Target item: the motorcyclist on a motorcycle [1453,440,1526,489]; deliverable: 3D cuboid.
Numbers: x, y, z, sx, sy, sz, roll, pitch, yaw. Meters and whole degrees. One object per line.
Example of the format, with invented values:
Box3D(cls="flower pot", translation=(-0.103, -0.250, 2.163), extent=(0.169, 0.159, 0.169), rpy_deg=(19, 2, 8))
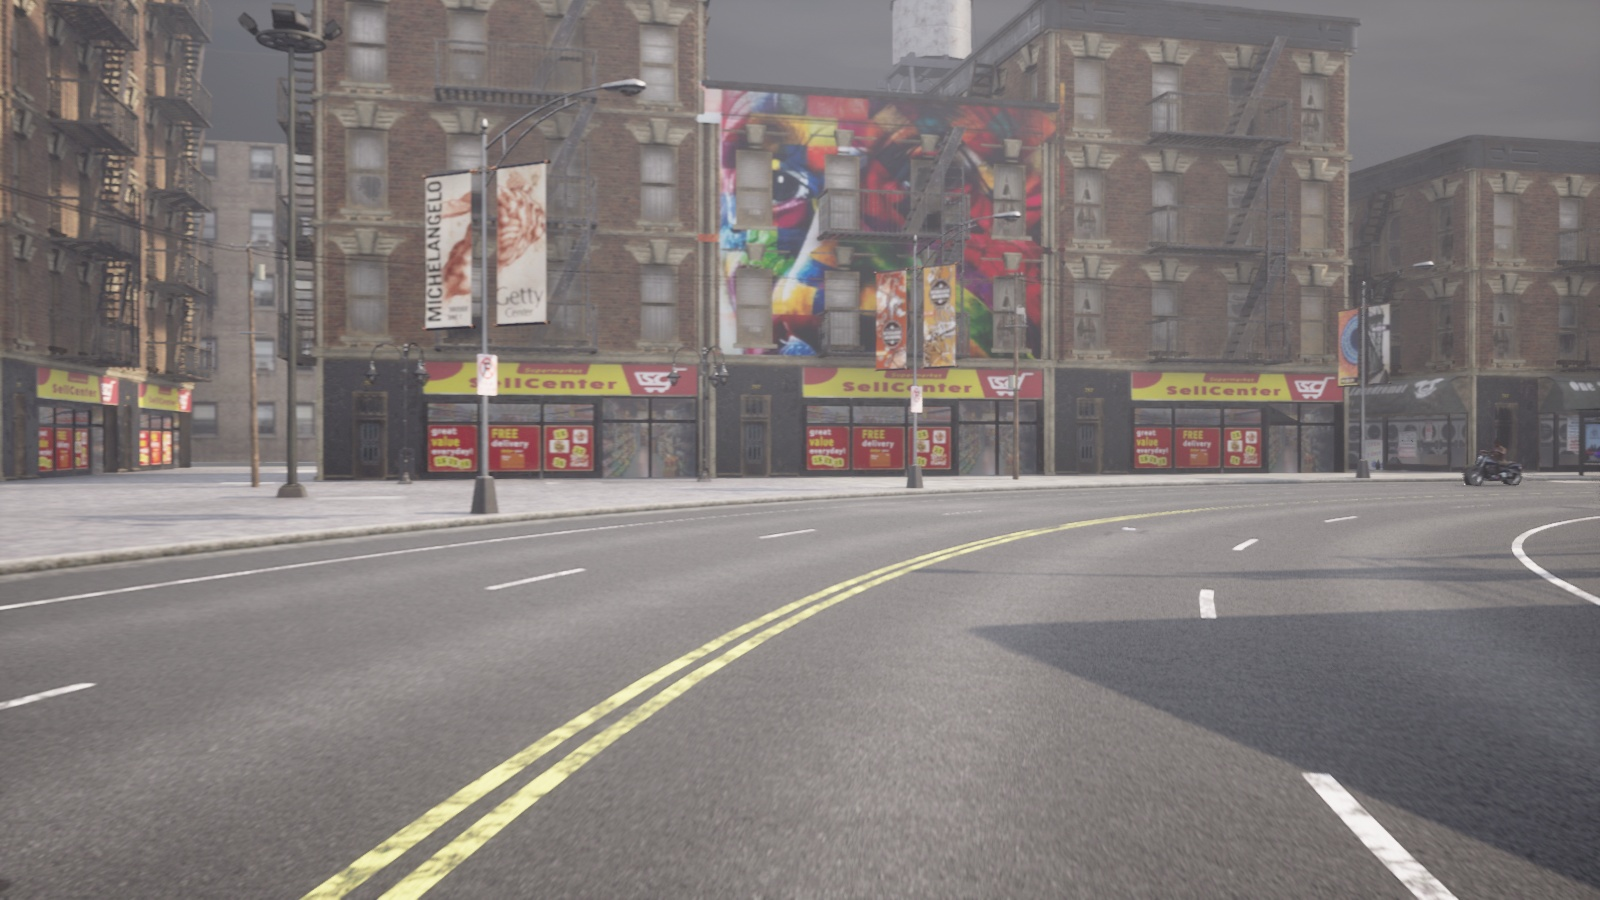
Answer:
Box3D(cls="motorcyclist on a motorcycle", translation=(23.734, 0.493, 43.247), extent=(2.350, 1.649, 0.766), rpy_deg=(0, 1, -16))
